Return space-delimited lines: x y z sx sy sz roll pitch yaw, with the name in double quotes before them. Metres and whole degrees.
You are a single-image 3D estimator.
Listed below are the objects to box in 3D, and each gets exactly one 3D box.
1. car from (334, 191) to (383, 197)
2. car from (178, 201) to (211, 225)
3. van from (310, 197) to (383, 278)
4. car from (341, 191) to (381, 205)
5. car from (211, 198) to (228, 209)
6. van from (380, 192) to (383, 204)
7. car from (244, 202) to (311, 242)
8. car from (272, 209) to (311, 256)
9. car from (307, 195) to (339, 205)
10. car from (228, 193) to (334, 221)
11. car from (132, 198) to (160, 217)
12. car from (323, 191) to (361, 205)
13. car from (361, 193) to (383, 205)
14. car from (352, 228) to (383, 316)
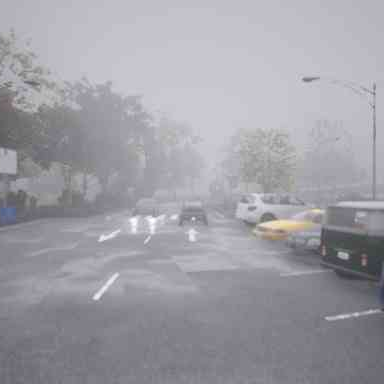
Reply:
"car" 18.359 1.039 36.318 2.435 2.045 5.566 0 1 -21
"car" 0.072 1.376 23.091 1.837 1.490 4.892 0 1 0
"van" 5.490 1.213 8.336 4.442 1.987 1.878 1 0 -20
"car" 27.043 0.951 53.496 2.435 2.045 5.566 0 -1 -22
"car" 4.314 1.379 40.116 4.718 1.301 1.895 0 0 -36
"van" 33.019 0.979 53.776 1.878 1.987 4.442 0 0 -21
"car" 5.202 1.399 14.236 5.366 1.575 1.946 1 1 -20
"car" 5.384 1.461 11.294 4.674 1.452 2.002 1 1 -20
"car" 20.960 1.231 53.379 2.163 1.488 4.792 0 0 -21
"car" 5.392 1.120 20.327 5.566 2.045 2.435 1 0 -20
"car" -3.953 1.344 29.062 1.837 1.490 4.892 0 0 2
"car" 23.983 0.951 53.459 2.435 2.045 5.566 0 0 -21
"car" 30.039 1.078 53.625 2.185 1.767 4.553 0 -1 -22
"car" 5.368 1.454 5.292 5.008 1.535 2.097 1 0 -20
